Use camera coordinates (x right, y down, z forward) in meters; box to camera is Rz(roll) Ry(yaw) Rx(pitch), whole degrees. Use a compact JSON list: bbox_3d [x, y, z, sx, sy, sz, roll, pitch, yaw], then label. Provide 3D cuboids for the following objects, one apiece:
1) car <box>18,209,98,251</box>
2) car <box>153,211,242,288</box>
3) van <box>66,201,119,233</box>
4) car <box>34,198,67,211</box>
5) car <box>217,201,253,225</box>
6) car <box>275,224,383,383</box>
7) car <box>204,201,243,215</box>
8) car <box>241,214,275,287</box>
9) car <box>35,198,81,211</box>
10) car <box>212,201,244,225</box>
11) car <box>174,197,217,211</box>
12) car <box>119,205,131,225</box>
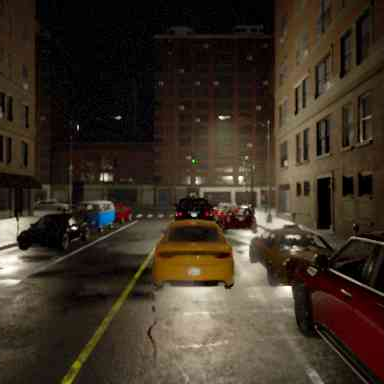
[{"bbox_3d":[-5.847,1.636,14.589,1.947,1.339,4.313,1,0,0],"label":"car"},{"bbox_3d":[0.032,1.522,9.426,1.882,1.535,5.008,0,0,0],"label":"car"},{"bbox_3d":[-5.844,1.439,20.072,1.690,1.788,3.998,1,0,0],"label":"van"},{"bbox_3d":[-16.500,1.625,38.444,4.718,1.301,1.895,0,-1,1],"label":"car"},{"bbox_3d":[2.680,1.538,20.069,1.967,1.590,4.097,1,0,0],"label":"car"},{"bbox_3d":[2.679,1.332,3.621,2.192,1.841,5.009,1,0,0],"label":"car"},{"bbox_3d":[3.512,1.717,36.585,4.181,1.385,1.994,1,-1,-43],"label":"car"},{"bbox_3d":[2.677,1.569,9.273,1.752,1.417,4.829,1,0,0],"label":"car"},{"bbox_3d":[-16.696,1.563,41.707,4.902,1.511,2.128,0,-1,0],"label":"car"},{"bbox_3d":[2.682,1.566,25.551,1.967,1.590,4.097,1,0,0],"label":"car"},{"bbox_3d":[0.104,1.321,20.256,2.150,2.045,5.566,0,0,0],"label":"car"},{"bbox_3d":[-5.845,1.670,25.554,1.887,1.381,4.507,1,0,0],"label":"car"}]
